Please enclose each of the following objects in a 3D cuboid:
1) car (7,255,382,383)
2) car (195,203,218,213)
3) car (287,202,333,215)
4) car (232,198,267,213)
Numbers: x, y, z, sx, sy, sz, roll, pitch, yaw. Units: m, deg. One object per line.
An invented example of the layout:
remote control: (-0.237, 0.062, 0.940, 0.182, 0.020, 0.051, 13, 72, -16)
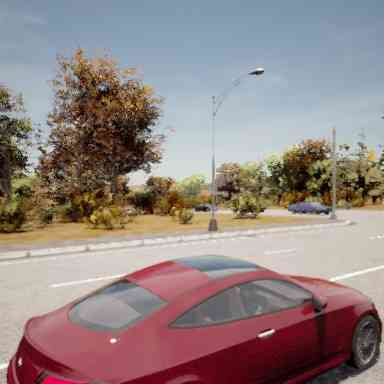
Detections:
car: (0.433, 1.528, 4.041, 4.674, 1.442, 1.812, 0, 0, -35)
car: (2.375, 2.625, 54.543, 2.128, 1.511, 4.902, 0, -3, -32)
car: (13.194, 1.786, 37.282, 2.033, 1.411, 5.357, 0, -2, -32)
car: (7.770, 1.837, 45.926, 2.150, 2.045, 5.566, 0, -3, -32)
